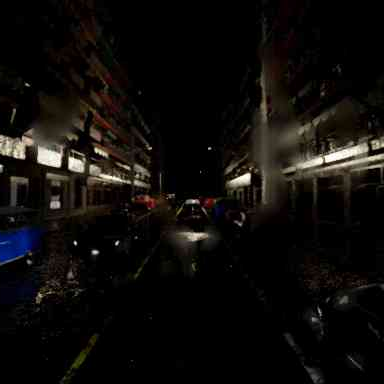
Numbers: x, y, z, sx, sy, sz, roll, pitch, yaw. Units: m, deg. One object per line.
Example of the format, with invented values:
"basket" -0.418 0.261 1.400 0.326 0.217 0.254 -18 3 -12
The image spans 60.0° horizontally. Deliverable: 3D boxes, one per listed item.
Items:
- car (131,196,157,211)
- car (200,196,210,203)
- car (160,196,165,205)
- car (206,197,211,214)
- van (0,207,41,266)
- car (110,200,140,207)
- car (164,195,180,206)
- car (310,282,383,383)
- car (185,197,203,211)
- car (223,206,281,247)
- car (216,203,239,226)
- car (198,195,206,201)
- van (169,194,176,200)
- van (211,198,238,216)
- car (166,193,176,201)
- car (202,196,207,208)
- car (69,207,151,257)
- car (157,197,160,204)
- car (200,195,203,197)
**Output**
"car" -5.671 1.328 37.544 2.192 1.841 5.009 1 0 0
"car" 2.707 1.571 71.783 1.887 1.381 4.507 1 0 0
"car" -5.647 1.548 60.159 1.752 1.417 4.829 1 0 0
"car" 2.707 1.451 31.909 1.967 1.590 4.097 1 0 0
"van" -5.672 1.344 9.062 1.690 1.788 3.998 1 0 0
"car" -5.676 1.560 26.151 2.008 1.369 4.403 1 0 0
"car" -3.051 1.584 56.006 1.994 1.385 4.181 0 0 1
"car" 2.703 1.567 3.427 1.947 1.339 4.313 1 0 0
"car" 0.103 1.615 41.384 1.895 1.301 4.718 0 0 0
"car" 2.704 1.556 14.820 2.008 1.369 4.403 1 0 0
"car" 2.704 1.589 20.516 1.802 1.307 4.206 1 0 0
"car" 2.708 1.579 88.873 1.887 1.381 4.507 1 0 0
"van" -5.635 1.379 94.508 1.690 1.788 3.998 1 0 0
"van" 2.709 1.350 26.213 1.690 1.788 3.998 1 0 0
"car" -5.635 1.350 88.812 2.192 1.841 5.009 1 0 0
"car" 2.706 1.599 48.998 1.802 1.307 4.206 1 0 0
"car" -3.100 1.552 13.302 2.033 1.411 5.357 0 0 0
"car" -5.675 1.560 43.241 1.887 1.381 4.507 1 0 0
"car" 2.707 1.569 66.087 1.887 1.381 4.507 1 0 0
